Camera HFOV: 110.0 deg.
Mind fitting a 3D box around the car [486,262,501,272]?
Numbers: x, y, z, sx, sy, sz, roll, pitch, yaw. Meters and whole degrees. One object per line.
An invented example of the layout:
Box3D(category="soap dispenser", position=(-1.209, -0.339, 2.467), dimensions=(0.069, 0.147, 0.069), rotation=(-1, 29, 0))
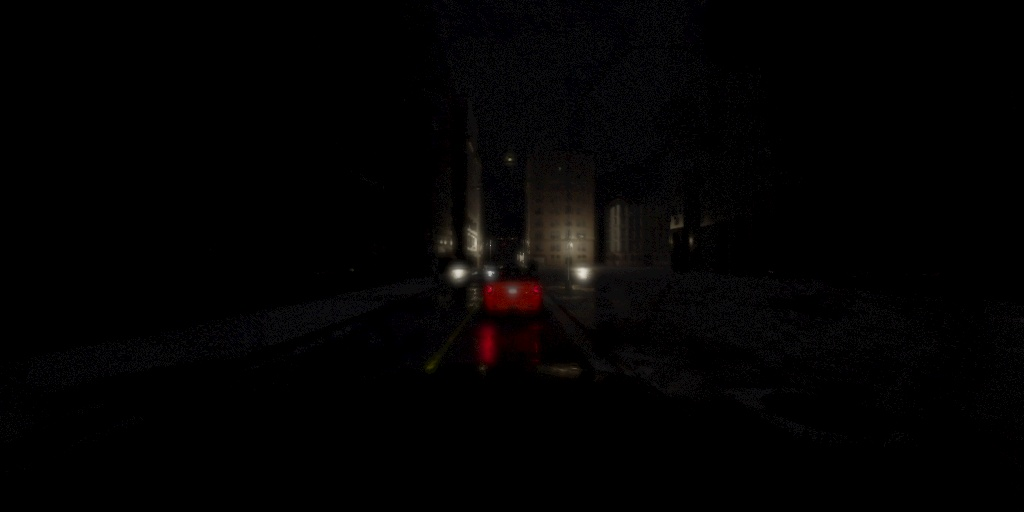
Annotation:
Box3D(category="car", position=(-3.055, 1.788, 60.065), dimensions=(2.128, 1.511, 4.902), rotation=(0, 0, 0))

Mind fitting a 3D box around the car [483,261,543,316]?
Box3D(category="car", position=(0.046, 1.219, 14.170), dimensions=(2.097, 1.767, 4.553), rotation=(0, -1, 0))

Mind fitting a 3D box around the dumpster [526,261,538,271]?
Box3D(category="dumpster", position=(3.129, 1.655, 55.941), dimensions=(1.020, 1.700, 1.940), rotation=(0, 0, 0))

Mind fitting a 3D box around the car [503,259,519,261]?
Box3D(category="car", position=(0.042, 1.359, 29.155), dimensions=(2.097, 1.767, 4.553), rotation=(0, -1, 1))
